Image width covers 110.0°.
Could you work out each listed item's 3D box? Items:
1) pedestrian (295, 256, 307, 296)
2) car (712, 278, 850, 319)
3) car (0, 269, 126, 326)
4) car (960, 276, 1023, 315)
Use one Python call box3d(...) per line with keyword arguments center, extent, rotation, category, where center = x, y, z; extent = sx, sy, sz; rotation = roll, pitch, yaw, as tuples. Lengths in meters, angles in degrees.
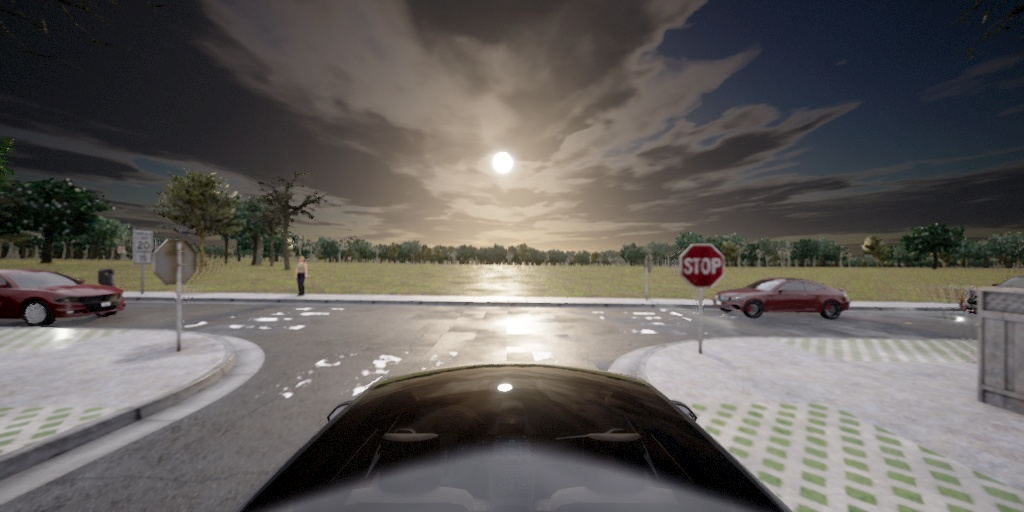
box3d(center=(-9.739, 0.918, 16.576), extent=(0.375, 1.860, 0.375), rotation=(0, -1, -1), category="pedestrian")
box3d(center=(10.287, 1.570, 13.842), extent=(4.674, 1.442, 1.812), rotation=(1, 0, -1), category="car")
box3d(center=(-14.587, 1.138, 10.665), extent=(5.008, 1.535, 1.882), rotation=(1, 0, 0), category="car")
box3d(center=(20.553, 1.542, 13.940), extent=(4.553, 1.767, 2.097), rotation=(1, 0, -3), category="car")
